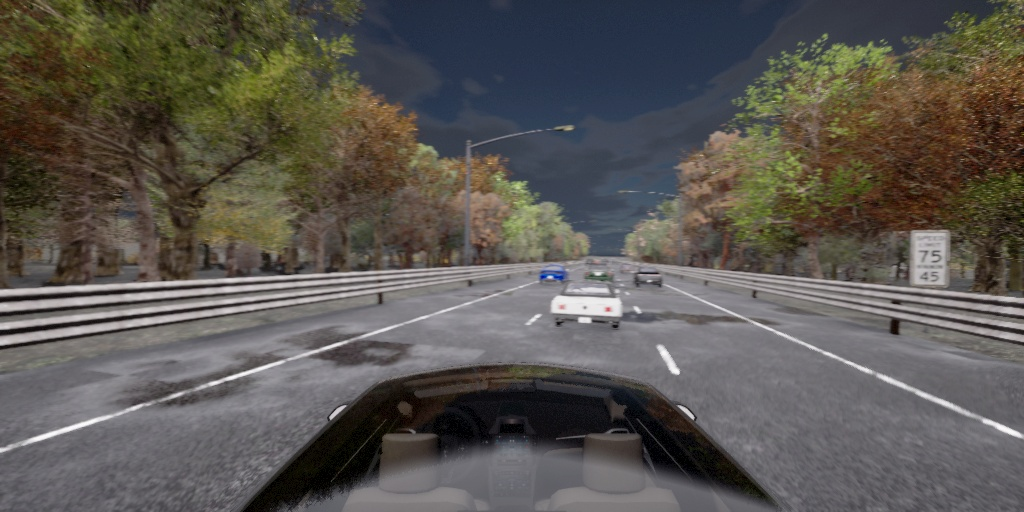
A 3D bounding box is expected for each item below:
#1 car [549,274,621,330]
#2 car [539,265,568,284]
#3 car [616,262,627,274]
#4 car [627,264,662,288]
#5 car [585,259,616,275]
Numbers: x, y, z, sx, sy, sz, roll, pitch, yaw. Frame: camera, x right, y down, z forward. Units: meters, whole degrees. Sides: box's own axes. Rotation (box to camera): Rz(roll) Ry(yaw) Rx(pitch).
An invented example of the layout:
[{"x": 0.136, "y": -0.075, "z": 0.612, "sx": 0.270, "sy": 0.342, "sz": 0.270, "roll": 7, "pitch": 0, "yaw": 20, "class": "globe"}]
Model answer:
[{"x": 2.538, "y": 1.461, "z": 11.817, "sx": 1.895, "sy": 1.301, "sz": 4.718, "roll": 1, "pitch": 0, "yaw": 15, "class": "car"}, {"x": 3.496, "y": 1.462, "z": 29.261, "sx": 1.882, "sy": 1.535, "sz": 5.008, "roll": 1, "pitch": 0, "yaw": 15, "class": "car"}, {"x": 17.125, "y": 1.901, "z": 53.642, "sx": 2.033, "sy": 1.411, "sz": 5.357, "roll": 1, "pitch": 0, "yaw": 15, "class": "car"}, {"x": 10.263, "y": 1.578, "z": 27.472, "sx": 2.128, "sy": 1.511, "sz": 4.902, "roll": 1, "pitch": 0, "yaw": 15, "class": "car"}, {"x": 6.854, "y": 1.386, "z": 28.262, "sx": 2.097, "sy": 1.767, "sz": 4.553, "roll": 1, "pitch": 0, "yaw": 15, "class": "car"}]
